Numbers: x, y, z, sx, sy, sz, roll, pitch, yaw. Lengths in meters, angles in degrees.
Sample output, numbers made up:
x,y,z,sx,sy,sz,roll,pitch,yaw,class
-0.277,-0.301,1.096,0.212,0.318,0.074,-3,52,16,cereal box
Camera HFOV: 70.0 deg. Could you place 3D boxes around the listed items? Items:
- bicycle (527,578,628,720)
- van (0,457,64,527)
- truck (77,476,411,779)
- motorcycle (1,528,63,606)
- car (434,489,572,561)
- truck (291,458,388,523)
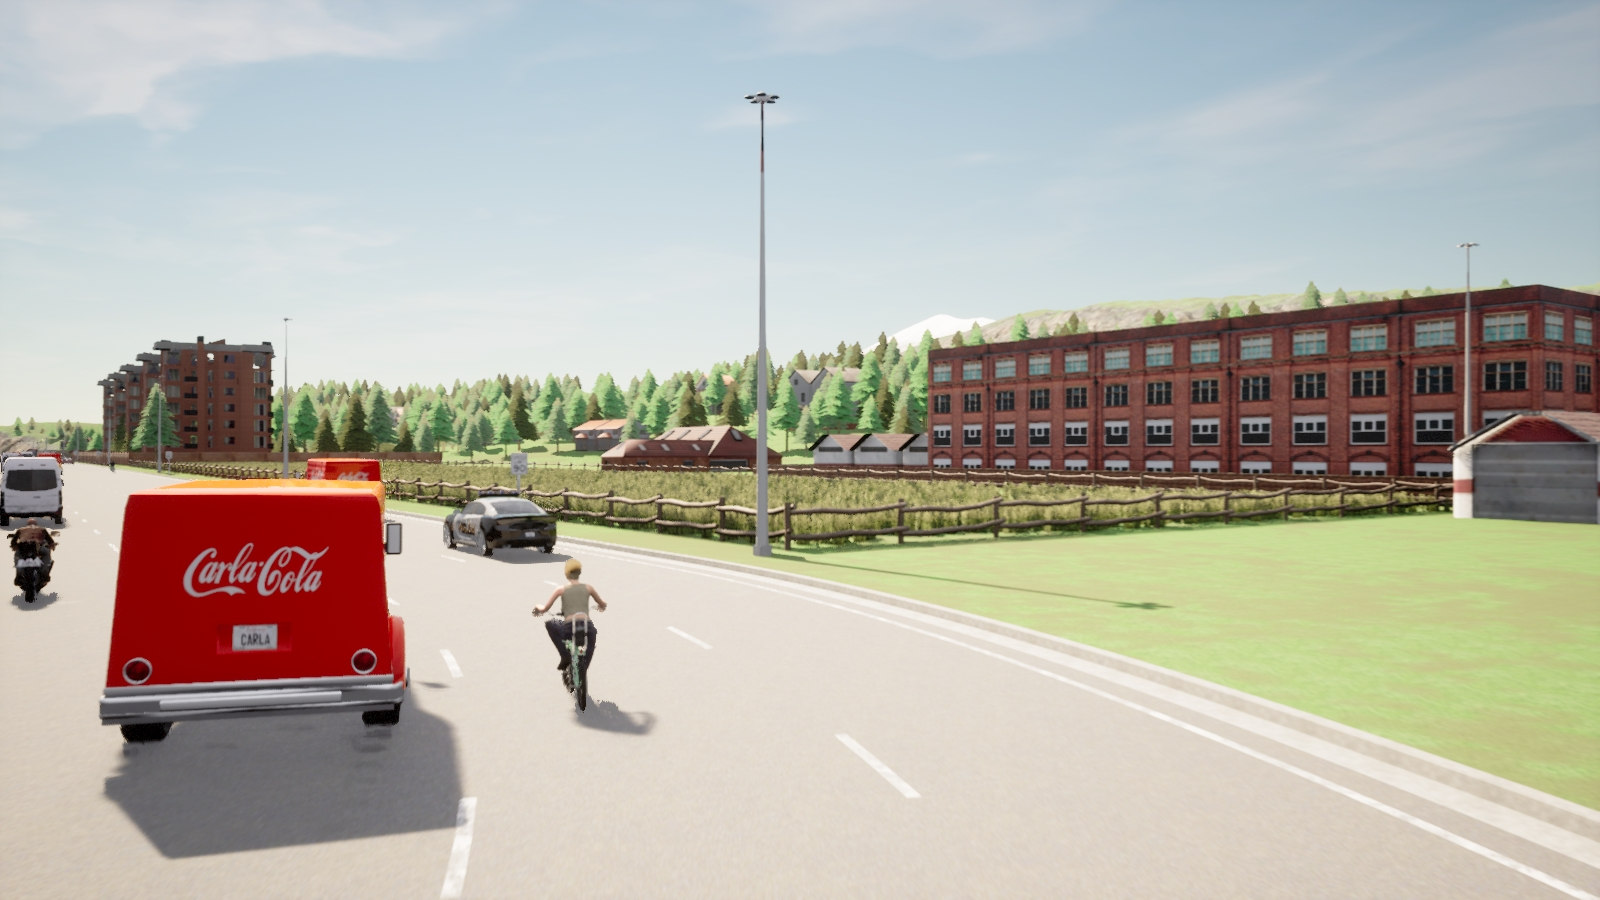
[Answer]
x,y,z,sx,sy,sz,roll,pitch,yaw,class
-2.502,2.165,12.731,0.859,1.276,1.487,-2,0,-20,bicycle
-30.459,1.561,45.255,1.988,2.561,5.915,0,0,-35,van
-5.703,1.572,12.534,2.627,2.467,5.204,1,-1,-19,truck
-14.766,2.218,22.012,0.867,1.251,2.209,-1,1,-31,motorcycle
-8.338,1.999,31.689,2.097,1.638,5.238,0,0,-34,car
-19.207,1.597,47.495,2.627,2.467,5.204,0,0,-35,truck
